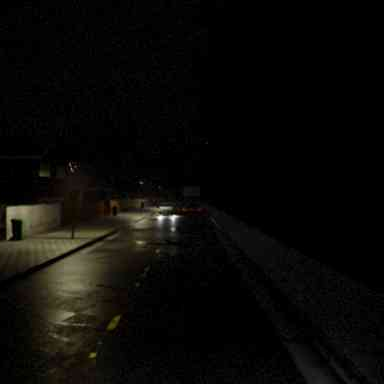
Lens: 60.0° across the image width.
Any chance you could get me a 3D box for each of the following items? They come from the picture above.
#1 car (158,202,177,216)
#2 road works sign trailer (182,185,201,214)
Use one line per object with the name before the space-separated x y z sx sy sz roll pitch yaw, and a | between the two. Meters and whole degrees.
car | -2.867 1.954 39.039 1.812 1.442 4.674 0 -1 0
road works sign trailer | -0.028 0.929 42.210 2.380 3.560 2.880 0 -1 0
